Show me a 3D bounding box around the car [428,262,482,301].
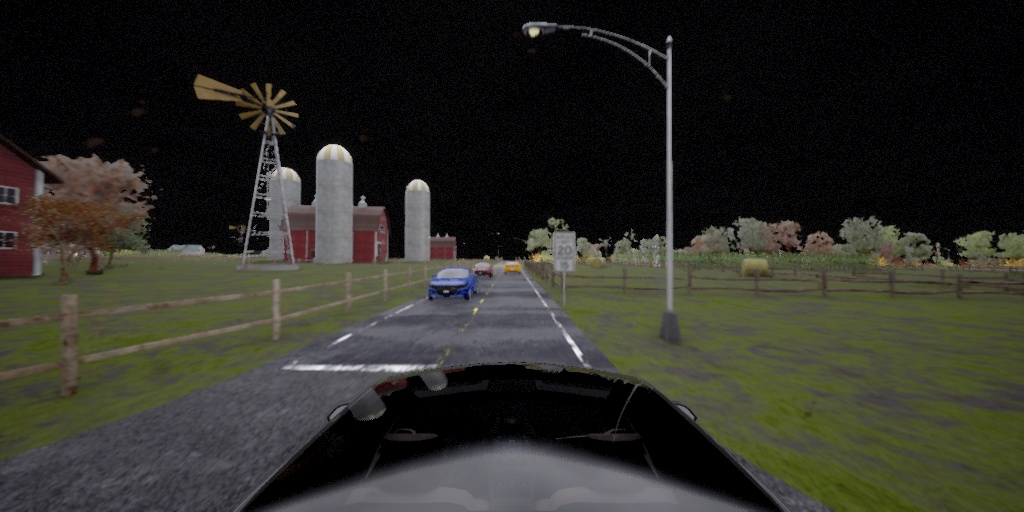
[{"bbox_3d":[-2.821,1.265,17.900,1.882,1.535,5.008,0,0,0],"label":"car"}]

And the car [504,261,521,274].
[{"bbox_3d":[0.054,1.322,42.426,1.882,1.535,5.008,0,0,0],"label":"car"}]

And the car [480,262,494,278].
[{"bbox_3d":[-2.779,1.305,34.743,1.882,1.535,5.008,0,-1,0],"label":"car"}]
